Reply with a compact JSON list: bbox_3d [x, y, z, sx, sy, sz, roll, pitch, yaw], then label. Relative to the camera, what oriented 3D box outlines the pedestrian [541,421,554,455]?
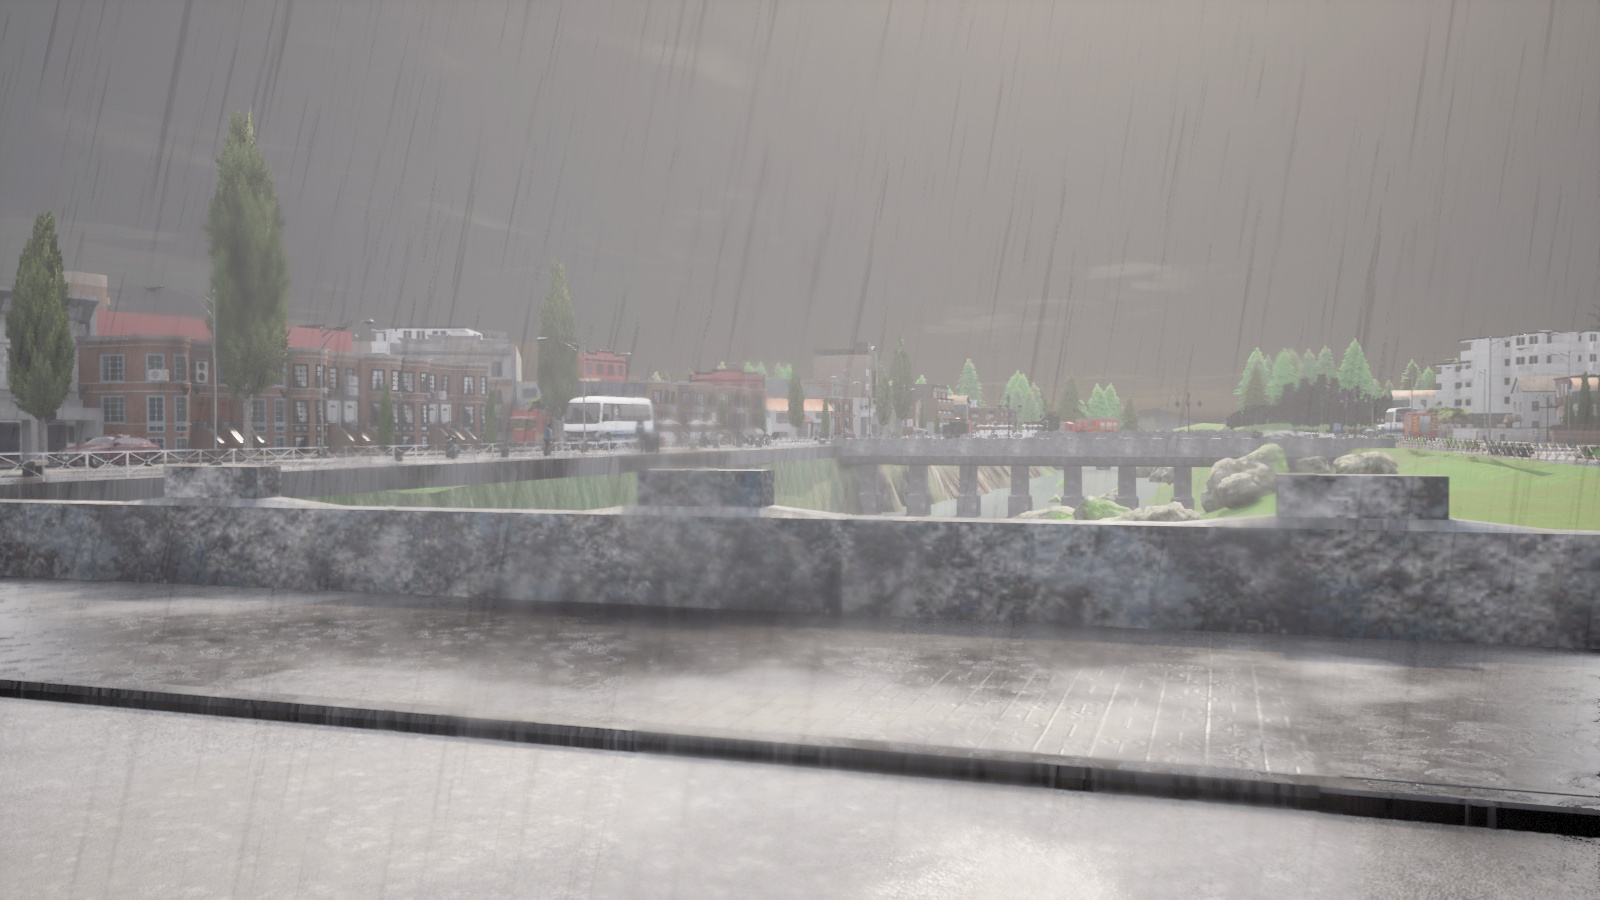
[{"bbox_3d":[-14.058,-0.674,69.961,0.396,1.930,0.692,1,1,23],"label":"pedestrian"}]

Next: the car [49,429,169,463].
[{"bbox_3d":[-30.569,-0.204,55.748,1.812,1.442,4.674,1,1,19],"label":"car"}]
